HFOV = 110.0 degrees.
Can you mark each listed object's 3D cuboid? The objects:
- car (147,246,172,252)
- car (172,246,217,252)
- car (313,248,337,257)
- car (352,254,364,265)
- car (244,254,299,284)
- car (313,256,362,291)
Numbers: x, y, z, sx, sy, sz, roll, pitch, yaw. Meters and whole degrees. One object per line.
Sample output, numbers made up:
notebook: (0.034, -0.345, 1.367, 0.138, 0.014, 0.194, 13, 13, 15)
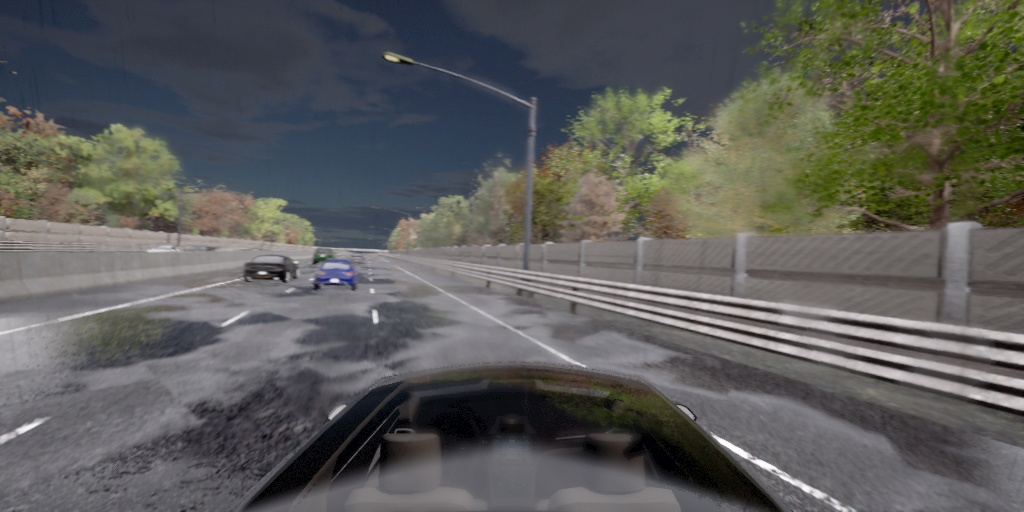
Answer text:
car: (-41.445, -0.465, 42.834, 1.812, 1.442, 4.674, 3, 0, -22)
car: (-31.097, -0.215, 35.706, 2.097, 1.767, 4.553, 3, 0, -22)
car: (-22.922, 0.061, 43.943, 2.150, 2.045, 5.566, 3, 0, -22)
car: (-21.720, 0.413, 50.286, 2.128, 1.511, 4.902, 3, 0, -22)
car: (-13.411, 0.666, 20.268, 1.882, 1.535, 5.008, 3, 0, -22)
car: (-8.904, 0.915, 18.430, 1.812, 1.442, 4.674, 3, 0, -22)
